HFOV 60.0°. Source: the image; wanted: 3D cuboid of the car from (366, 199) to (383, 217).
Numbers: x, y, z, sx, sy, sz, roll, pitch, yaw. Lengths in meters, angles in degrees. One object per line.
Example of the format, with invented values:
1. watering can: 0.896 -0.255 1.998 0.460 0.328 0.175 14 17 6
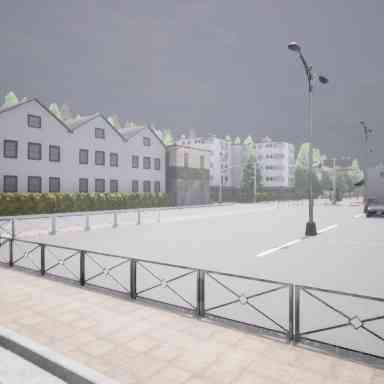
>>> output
1. car: 15.349 1.298 26.857 2.007 1.523 4.514 0 0 35
